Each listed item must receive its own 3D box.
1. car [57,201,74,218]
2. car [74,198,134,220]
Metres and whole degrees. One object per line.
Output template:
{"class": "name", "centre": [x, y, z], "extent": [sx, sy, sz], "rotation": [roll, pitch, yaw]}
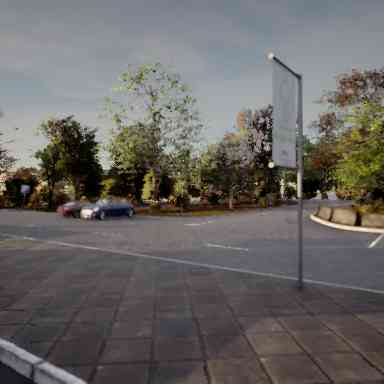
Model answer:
{"class": "car", "centre": [-9.583, 1.496, 29.367], "extent": [2.002, 1.452, 4.674], "rotation": [0, 0, 35]}
{"class": "car", "centre": [-6.962, 1.328, 27.583], "extent": [2.185, 1.767, 4.553], "rotation": [0, 0, 35]}
